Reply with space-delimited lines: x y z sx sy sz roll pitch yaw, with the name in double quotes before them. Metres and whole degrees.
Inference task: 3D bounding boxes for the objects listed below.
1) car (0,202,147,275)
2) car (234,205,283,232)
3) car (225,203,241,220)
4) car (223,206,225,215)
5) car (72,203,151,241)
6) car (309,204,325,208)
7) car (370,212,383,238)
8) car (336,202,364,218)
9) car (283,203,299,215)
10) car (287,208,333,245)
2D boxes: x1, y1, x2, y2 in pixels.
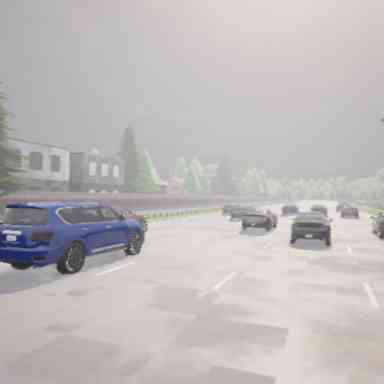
"car" -3.749 1.343 11.254 2.150 2.045 5.566 0 -1 22
"car" 4.773 1.879 23.214 2.128 1.511 4.902 0 -1 22
"car" 5.279 2.038 33.963 2.128 1.511 4.902 0 -1 22
"car" 5.425 2.179 43.800 2.128 1.511 4.902 0 -1 22
"car" -4.408 1.576 19.069 2.097 1.767 4.553 0 -1 22
"car" 15.243 2.251 40.077 1.837 1.490 4.892 0 -1 22
"car" 12.024 1.928 19.937 1.837 1.490 4.892 0 -1 22
"car" 18.809 2.275 39.824 2.128 1.511 4.902 0 -1 22
"car" 13.035 2.254 43.996 1.882 1.535 5.008 0 -1 22
"car" 6.354 1.831 17.720 1.837 1.490 4.892 0 -1 22
